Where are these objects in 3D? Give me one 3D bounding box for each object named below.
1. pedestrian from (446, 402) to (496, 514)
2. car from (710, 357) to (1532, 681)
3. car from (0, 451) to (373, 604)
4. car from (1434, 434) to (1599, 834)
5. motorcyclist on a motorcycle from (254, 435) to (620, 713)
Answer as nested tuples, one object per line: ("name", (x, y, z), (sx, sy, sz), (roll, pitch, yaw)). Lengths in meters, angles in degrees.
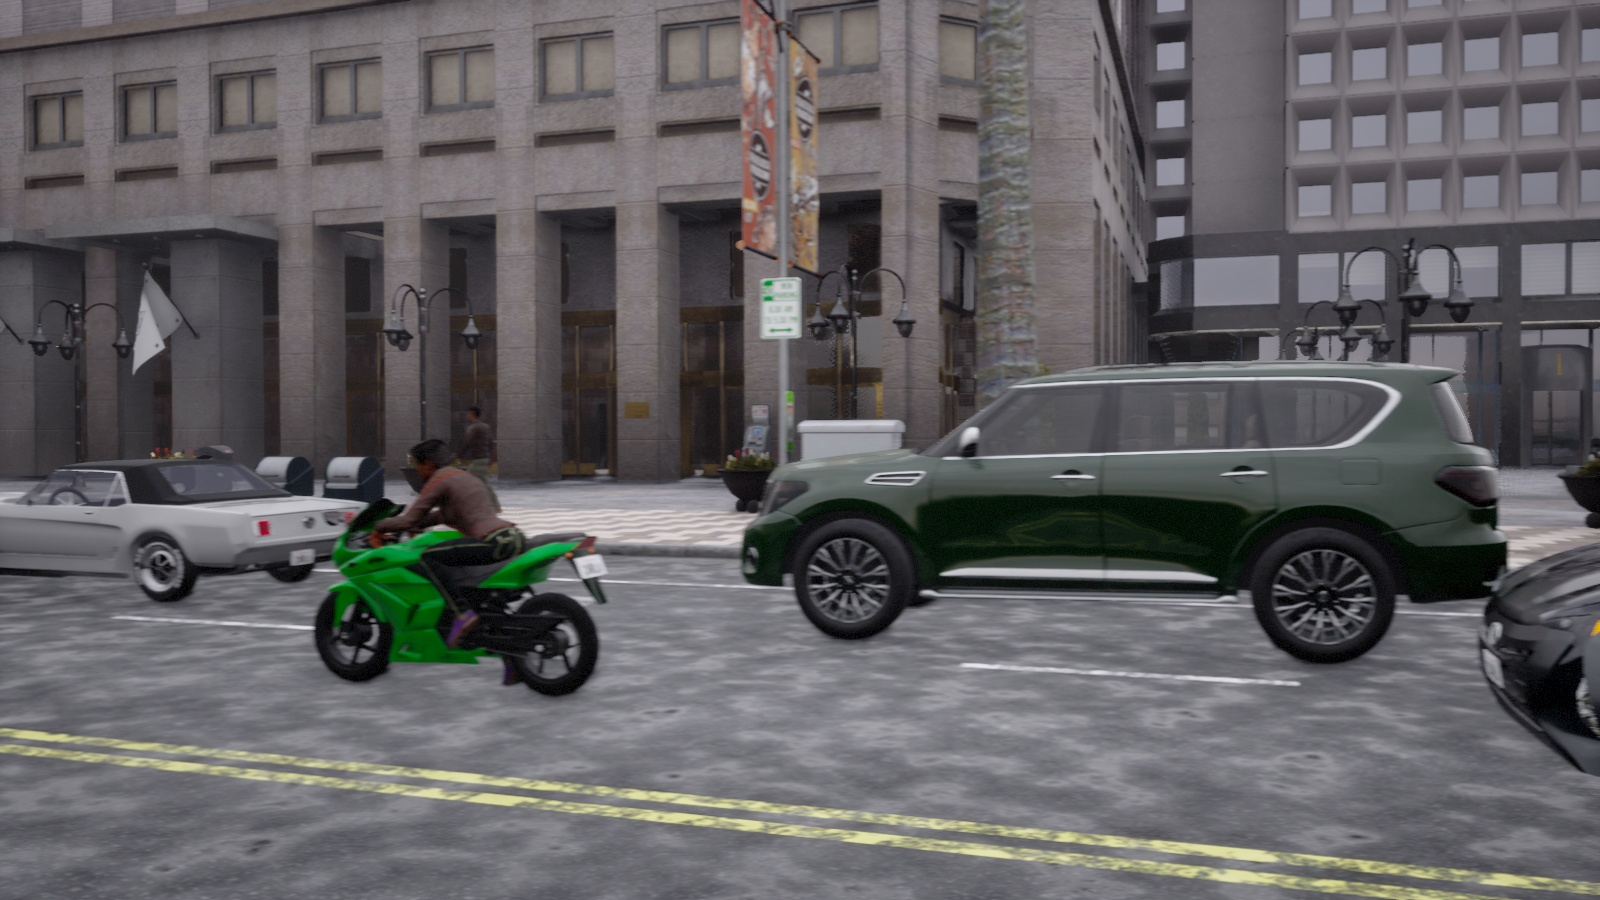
("pedestrian", (-5.444, 0.130, 20.791), (0.703, 1.840, 0.431), (0, 1, 7))
("car", (2.294, 0.397, 9.807), (5.566, 2.045, 2.150), (1, 1, 18))
("car", (-6.968, 0.694, 12.911), (4.718, 1.301, 1.895), (1, 1, 19))
("car", (5.257, 0.711, 5.116), (4.514, 1.525, 2.007), (1, 1, 19))
("motorcyclist on a motorcycle", (-2.195, 0.678, 7.624), (2.044, 1.523, 0.797), (1, 1, 19))
